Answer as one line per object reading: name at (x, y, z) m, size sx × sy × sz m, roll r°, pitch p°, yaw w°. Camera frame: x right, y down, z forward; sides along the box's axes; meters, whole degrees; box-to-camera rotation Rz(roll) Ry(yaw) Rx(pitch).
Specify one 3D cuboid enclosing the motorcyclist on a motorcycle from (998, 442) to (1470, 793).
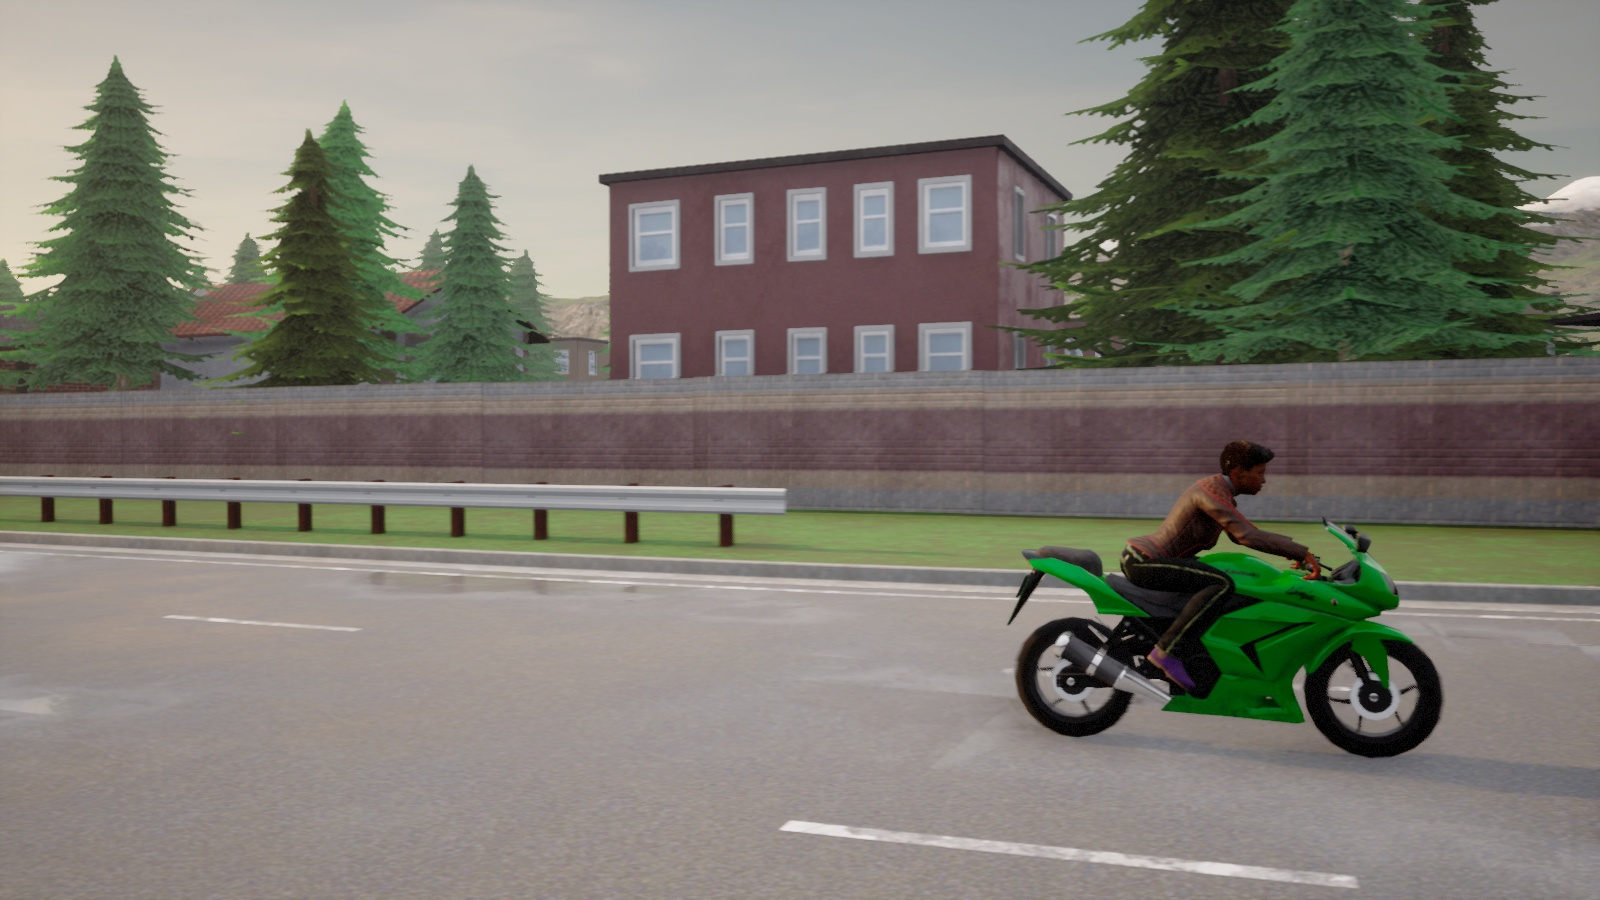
motorcyclist on a motorcycle at (2.065, 0.725, 6.168) m, size 2.044 × 1.523 × 0.797 m, roll 0°, pitch 0°, yaw 18°
